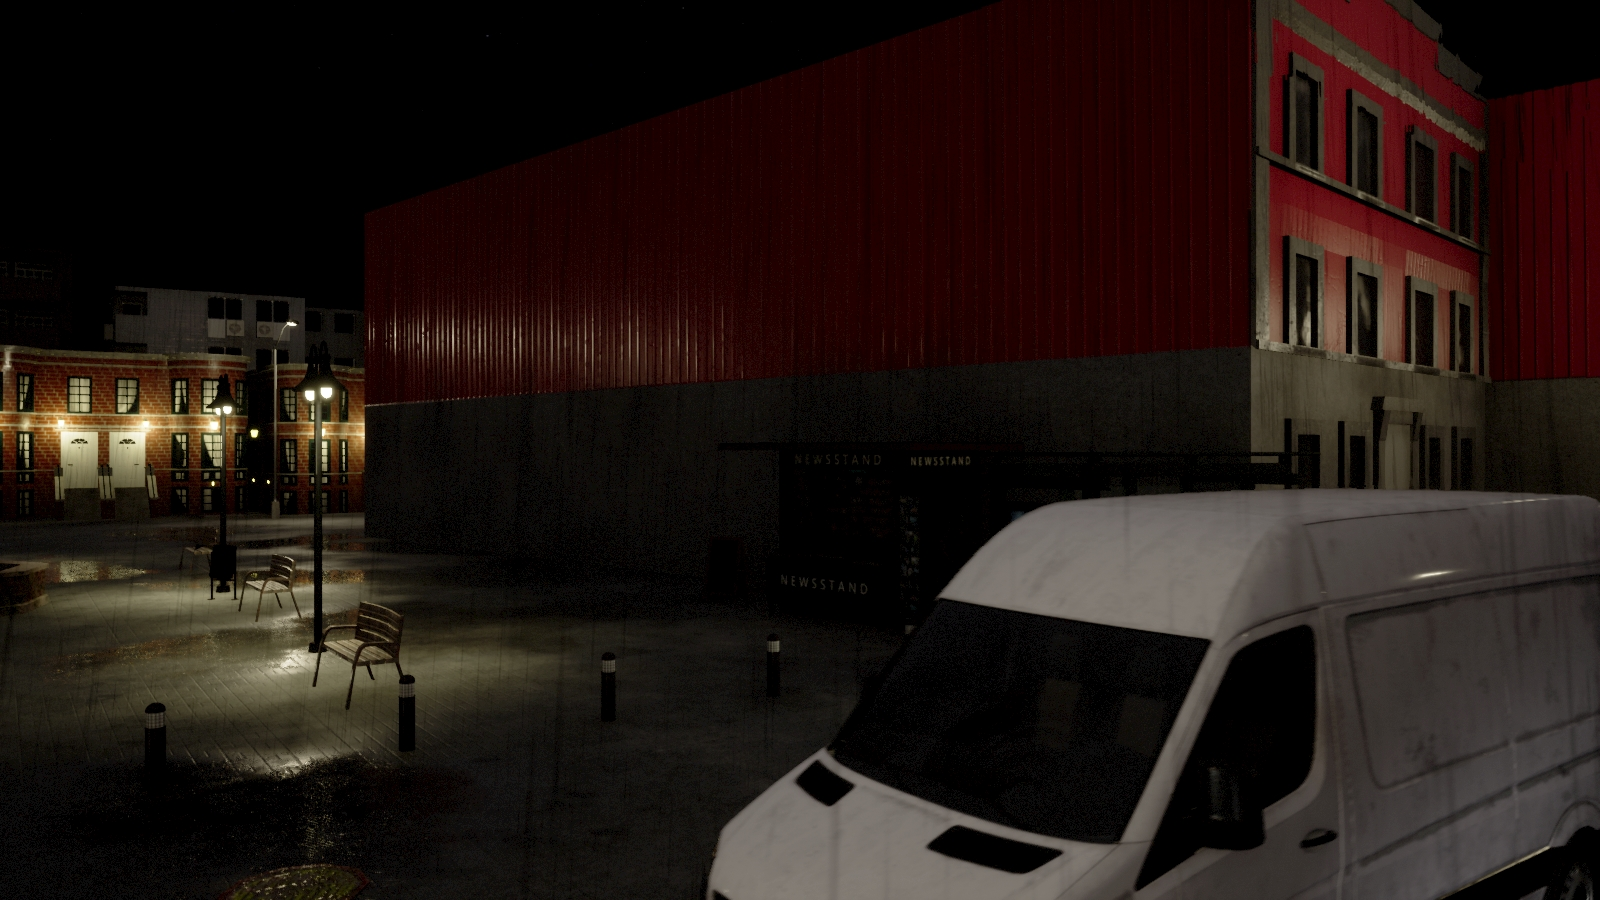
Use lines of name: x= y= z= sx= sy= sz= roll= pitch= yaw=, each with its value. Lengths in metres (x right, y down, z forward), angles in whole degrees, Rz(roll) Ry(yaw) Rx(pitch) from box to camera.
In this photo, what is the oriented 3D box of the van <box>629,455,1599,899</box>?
van: x=2.229 y=1.315 z=5.987 sx=5.915 sy=2.561 sz=1.988 roll=0 pitch=0 yaw=-35
